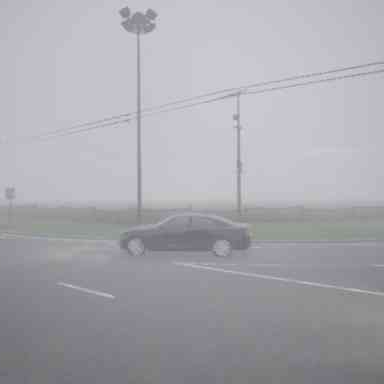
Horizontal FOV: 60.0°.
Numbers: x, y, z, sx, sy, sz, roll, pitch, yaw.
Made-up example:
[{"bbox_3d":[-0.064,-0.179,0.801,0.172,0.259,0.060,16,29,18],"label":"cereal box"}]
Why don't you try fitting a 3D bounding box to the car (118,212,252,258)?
[{"bbox_3d":[-0.271,1.534,12.569,5.008,1.535,1.882,0,0,7],"label":"car"}]
